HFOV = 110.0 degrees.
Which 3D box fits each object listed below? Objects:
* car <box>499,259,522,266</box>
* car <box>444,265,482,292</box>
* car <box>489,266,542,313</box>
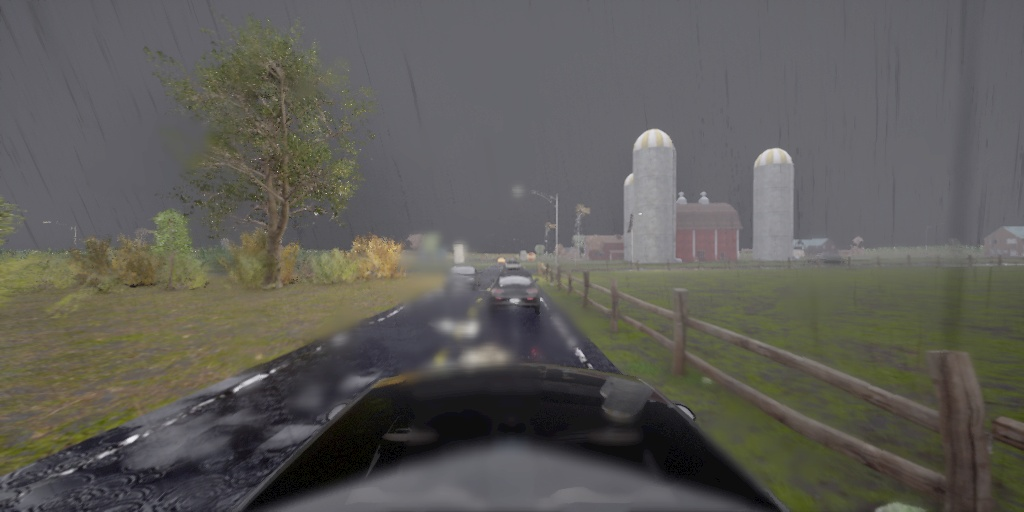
[{"bbox_3d":[0.115,1.266,29.932,1.837,1.490,4.892,0,0,0],"label":"car"},{"bbox_3d":[-2.830,1.282,21.616,1.812,1.442,4.674,0,0,0],"label":"car"},{"bbox_3d":[0.107,1.278,13.828,1.812,1.442,4.674,0,0,0],"label":"car"}]
